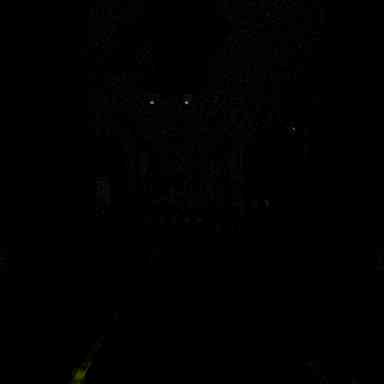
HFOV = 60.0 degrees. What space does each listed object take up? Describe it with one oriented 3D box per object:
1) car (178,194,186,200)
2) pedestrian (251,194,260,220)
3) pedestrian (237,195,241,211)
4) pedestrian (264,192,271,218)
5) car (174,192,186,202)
[{"bbox_3d":[-2.476,1.302,85.721,1.882,1.535,5.008,0,0,0],"label":"car"},{"bbox_3d":[4.510,1.056,23.587,0.375,1.860,0.375,1,-1,0],"label":"pedestrian"},{"bbox_3d":[3.510,1.111,24.786,0.375,1.860,0.375,1,-1,0],"label":"pedestrian"},{"bbox_3d":[5.510,0.927,24.190,0.375,1.860,0.375,1,-1,0],"label":"pedestrian"},{"bbox_3d":[-2.468,1.103,70.182,2.150,2.045,5.566,0,0,0],"label":"car"}]
